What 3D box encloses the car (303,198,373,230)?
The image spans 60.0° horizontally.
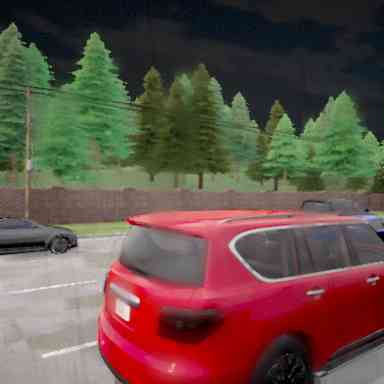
[{"bbox_3d":[10.772,1.474,24.323,5.566,2.045,2.150,0,0,-35],"label":"car"}]

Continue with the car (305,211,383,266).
[{"bbox_3d":[6.714,1.619,12.832,5.008,1.535,1.882,1,0,-35],"label":"car"}]

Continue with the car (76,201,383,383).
[{"bbox_3d":[1.503,1.266,4.817,5.566,2.045,2.150,0,0,-35],"label":"car"}]

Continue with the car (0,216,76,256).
[{"bbox_3d":[-6.371,1.583,12.098,4.181,1.385,1.994,1,0,-35],"label":"car"}]

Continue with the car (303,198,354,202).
[{"bbox_3d":[8.006,1.409,18.053,5.566,2.045,2.150,0,0,-35],"label":"car"}]
